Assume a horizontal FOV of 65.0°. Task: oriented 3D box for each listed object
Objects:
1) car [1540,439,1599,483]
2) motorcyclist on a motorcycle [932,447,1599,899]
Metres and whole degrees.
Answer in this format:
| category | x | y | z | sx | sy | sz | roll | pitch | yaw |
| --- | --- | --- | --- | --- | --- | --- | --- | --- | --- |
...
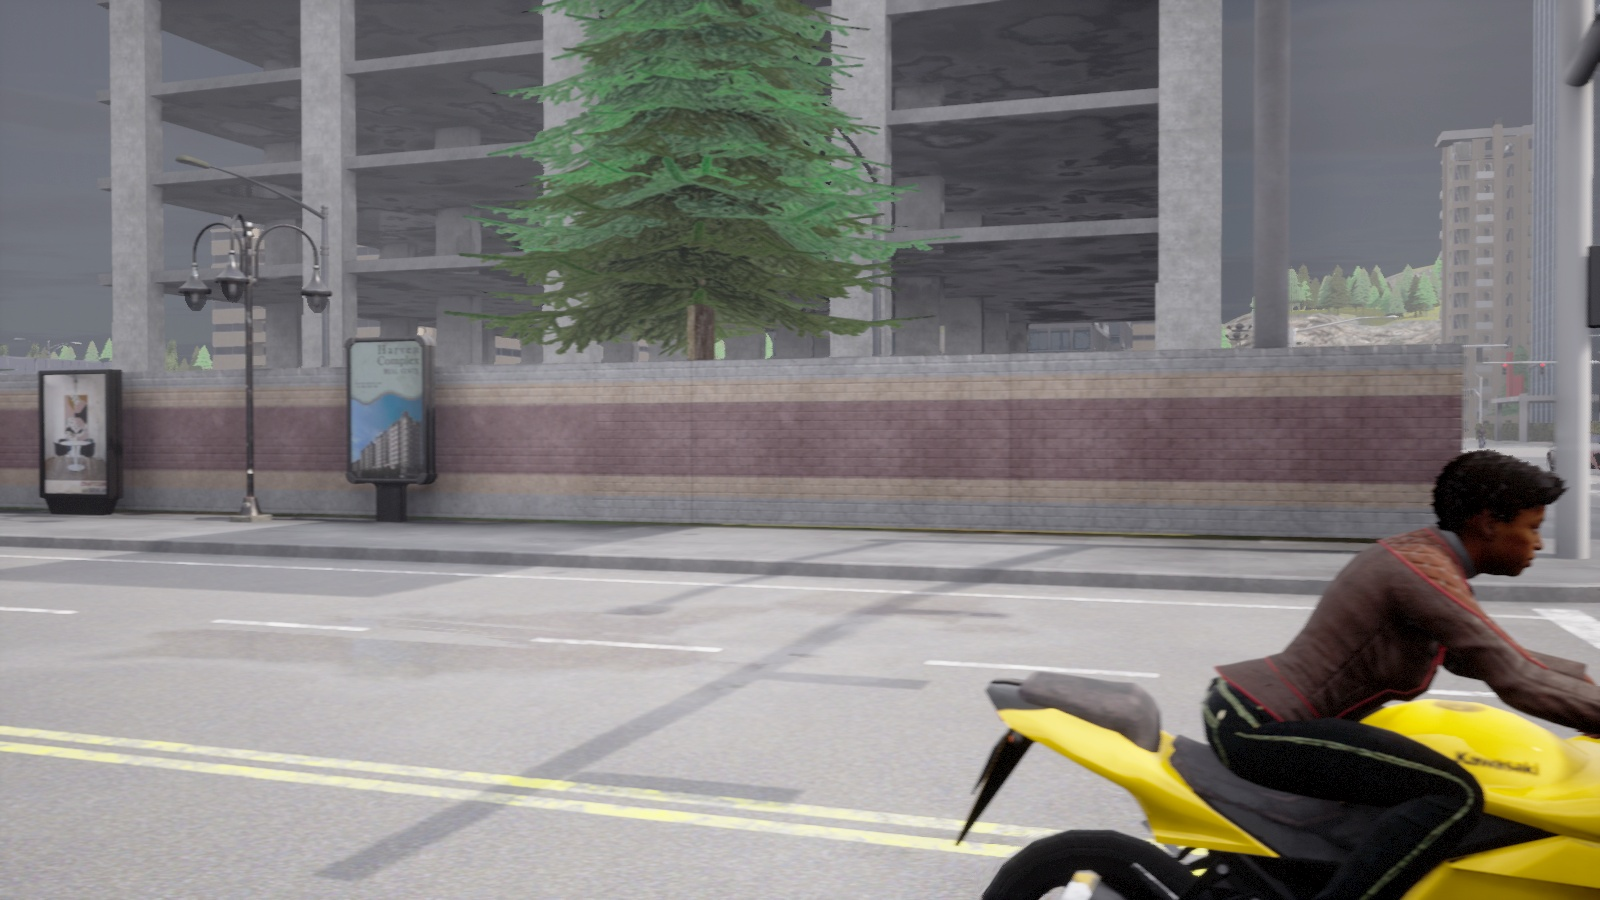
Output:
| category | x | y | z | sx | sy | sz | roll | pitch | yaw |
| --- | --- | --- | --- | --- | --- | --- | --- | --- | --- |
| car | 26.547 | 0.325 | 42.252 | 1.994 | 1.385 | 4.181 | 1 | 1 | 19 |
| motorcyclist on a motorcycle | 1.379 | 0.769 | 2.731 | 2.044 | 1.523 | 0.797 | 1 | 1 | 19 |
